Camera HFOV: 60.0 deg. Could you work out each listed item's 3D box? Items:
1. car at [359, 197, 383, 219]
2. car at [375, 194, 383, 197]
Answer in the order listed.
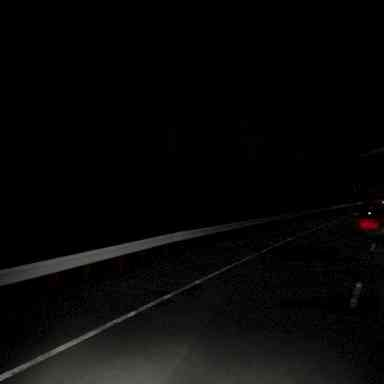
[{"bbox_3d":[16.120,1.505,29.556,1.837,1.490,4.892,0,0,35],"label":"car"},{"bbox_3d":[22.194,1.221,38.078,2.150,2.045,5.566,0,0,36],"label":"car"}]
